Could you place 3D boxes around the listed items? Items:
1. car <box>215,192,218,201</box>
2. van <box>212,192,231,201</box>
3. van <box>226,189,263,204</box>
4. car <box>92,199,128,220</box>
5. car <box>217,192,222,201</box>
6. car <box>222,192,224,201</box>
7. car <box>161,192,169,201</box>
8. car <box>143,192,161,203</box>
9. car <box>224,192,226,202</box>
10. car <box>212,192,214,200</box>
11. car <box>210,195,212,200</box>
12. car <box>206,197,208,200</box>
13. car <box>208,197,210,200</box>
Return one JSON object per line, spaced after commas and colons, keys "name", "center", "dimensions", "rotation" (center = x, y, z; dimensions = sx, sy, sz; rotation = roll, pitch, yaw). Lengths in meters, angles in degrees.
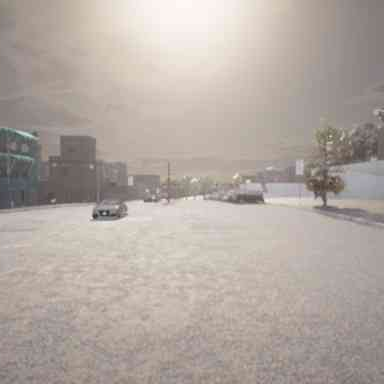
{"name": "car", "center": [7.581, 0.981, 64.413], "dimensions": [4.553, 1.767, 2.185], "rotation": [1, 0, -20]}
{"name": "van", "center": [7.298, 1.117, 82.228], "dimensions": [4.442, 1.987, 1.878], "rotation": [1, -1, -20]}
{"name": "van", "center": [7.588, 0.665, 46.493], "dimensions": [4.442, 1.987, 1.878], "rotation": [1, 0, -20]}
{"name": "car", "center": [-6.069, 1.233, 24.978], "dimensions": [1.994, 1.385, 4.181], "rotation": [-1, 2, 0]}
{"name": "car", "center": [7.449, 0.993, 55.401], "dimensions": [5.366, 1.575, 1.946], "rotation": [1, 0, -20]}
{"name": "car", "center": [7.648, 1.004, 52.488], "dimensions": [4.674, 1.452, 2.002], "rotation": [1, 0, -20]}
{"name": "car", "center": [-6.494, 0.975, 75.069], "dimensions": [2.150, 2.045, 5.566], "rotation": [0, -1, -1]}
{"name": "car", "center": [-6.283, 1.043, 50.922], "dimensions": [1.994, 1.385, 4.181], "rotation": [0, 0, 0]}
{"name": "car", "center": [7.665, 0.968, 49.515], "dimensions": [4.674, 1.452, 2.002], "rotation": [1, -1, -20]}
{"name": "car", "center": [7.672, 1.178, 70.428], "dimensions": [5.366, 1.575, 1.946], "rotation": [1, -1, -20]}
{"name": "car", "center": [7.457, 1.253, 76.313], "dimensions": [5.008, 1.535, 2.097], "rotation": [1, -1, -20]}
{"name": "car", "center": [7.357, 1.148, 85.232], "dimensions": [5.566, 2.045, 2.435], "rotation": [1, -1, -20]}
{"name": "car", "center": [7.455, 1.044, 79.308], "dimensions": [5.566, 2.045, 2.435], "rotation": [1, -1, -20]}
